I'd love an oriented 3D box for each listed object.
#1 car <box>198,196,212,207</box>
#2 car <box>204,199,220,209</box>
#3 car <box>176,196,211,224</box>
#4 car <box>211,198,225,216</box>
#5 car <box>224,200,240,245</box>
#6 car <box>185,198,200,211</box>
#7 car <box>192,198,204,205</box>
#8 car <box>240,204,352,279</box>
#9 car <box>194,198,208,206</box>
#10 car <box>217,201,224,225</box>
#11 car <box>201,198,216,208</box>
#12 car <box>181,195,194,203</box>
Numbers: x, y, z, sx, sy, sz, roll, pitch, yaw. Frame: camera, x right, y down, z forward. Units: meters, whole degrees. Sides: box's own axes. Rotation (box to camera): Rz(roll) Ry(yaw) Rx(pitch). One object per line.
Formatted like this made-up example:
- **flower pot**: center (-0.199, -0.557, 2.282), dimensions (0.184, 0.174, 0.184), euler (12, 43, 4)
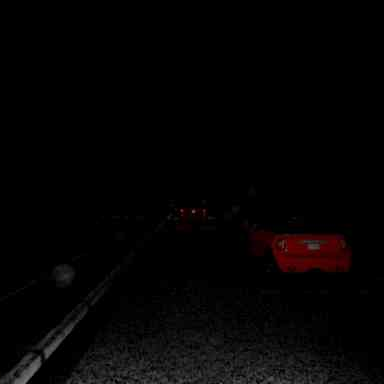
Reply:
- **car**: center (2.293, 1.663, 60.064), dimensions (2.185, 1.767, 4.553), euler (0, -1, -4)
- **car**: center (2.873, 1.716, 49.006), dimensions (2.002, 1.452, 4.674), euler (0, -1, -1)
- **car**: center (0.102, 1.407, 25.472), dimensions (2.097, 1.767, 4.553), euler (0, -1, 0)
- **car**: center (2.995, 1.592, 37.940), dimensions (2.231, 1.521, 4.892), euler (0, 0, 0)
- **car**: center (2.996, 1.388, 15.829), dimensions (2.185, 1.767, 4.553), euler (0, 0, 0)
- **car**: center (0.051, 1.618, 42.953), dimensions (1.882, 1.535, 5.008), euler (0, 0, -1)
- **car**: center (1.213, 1.942, 71.257), dimensions (2.002, 1.452, 4.674), euler (0, -1, -6)
- **car**: center (2.997, 1.373, 10.308), dimensions (2.185, 1.767, 4.553), euler (0, 0, 0)
- **car**: center (1.796, 1.876, 65.769), dimensions (2.163, 1.488, 4.792), euler (0, -1, -5)
- **car**: center (2.996, 1.573, 21.505), dimensions (2.002, 1.452, 4.674), euler (0, 0, 0)
- **car**: center (2.641, 1.732, 54.550), dimensions (2.097, 1.535, 5.008), euler (0, -1, -2)
- **car**: center (-1.255, 1.883, 87.741), dimensions (2.435, 2.045, 5.566), euler (0, -1, -10)
